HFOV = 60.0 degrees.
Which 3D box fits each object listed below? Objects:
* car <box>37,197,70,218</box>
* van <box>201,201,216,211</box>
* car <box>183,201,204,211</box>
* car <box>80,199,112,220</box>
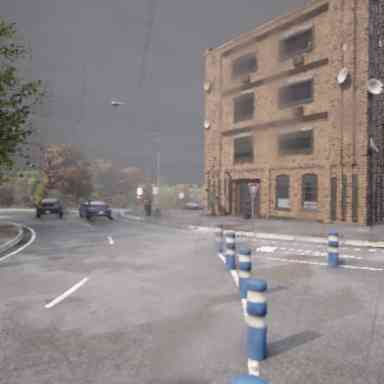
[{"bbox_3d":[-11.160,1.194,26.837,1.837,1.490,4.892,-1,1,-13],"label":"car"},{"bbox_3d":[3.243,2.728,64.131,1.878,1.987,4.442,1,-3,17],"label":"van"},{"bbox_3d":[-0.061,2.405,53.528,2.002,1.452,4.674,2,-2,17],"label":"car"},{"bbox_3d":[-7.336,1.252,25.244,1.812,1.442,4.674,0,1,-26],"label":"car"}]
